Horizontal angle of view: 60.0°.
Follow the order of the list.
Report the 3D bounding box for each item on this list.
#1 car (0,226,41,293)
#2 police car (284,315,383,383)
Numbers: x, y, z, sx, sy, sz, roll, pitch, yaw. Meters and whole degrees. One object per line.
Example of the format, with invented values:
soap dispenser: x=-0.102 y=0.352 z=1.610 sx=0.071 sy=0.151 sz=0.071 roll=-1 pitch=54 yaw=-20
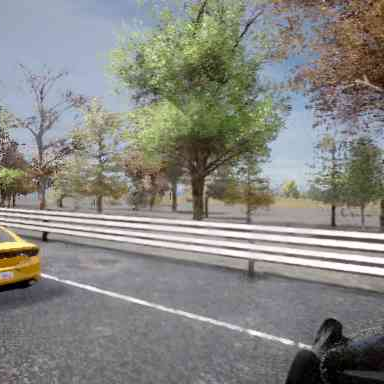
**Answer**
car: x=-5.603 y=1.454 z=7.929 sx=5.008 sy=1.535 sz=1.882 roll=0 pitch=0 yaw=36
police car: x=3.130 y=1.438 z=1.629 sx=5.238 sy=1.638 sz=1.930 roll=0 pitch=0 yaw=35
